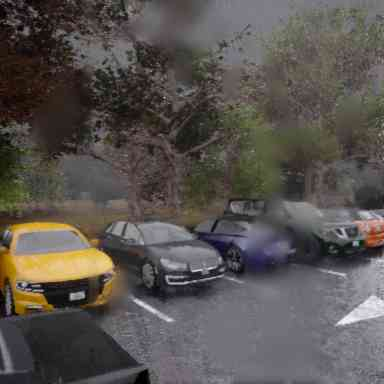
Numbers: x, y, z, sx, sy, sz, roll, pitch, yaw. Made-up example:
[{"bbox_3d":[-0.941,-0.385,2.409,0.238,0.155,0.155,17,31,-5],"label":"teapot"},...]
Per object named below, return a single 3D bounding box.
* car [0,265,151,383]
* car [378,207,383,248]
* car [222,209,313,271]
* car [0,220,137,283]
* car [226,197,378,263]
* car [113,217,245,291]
[{"bbox_3d":[-2.731,1.599,2.044,4.718,1.301,1.895,0,0,-36],"label":"car"},{"bbox_3d":[5.701,1.371,14.096,2.185,1.767,4.553,0,0,-36],"label":"car"},{"bbox_3d":[1.131,1.520,10.907,2.163,1.488,4.792,0,0,-35],"label":"car"},{"bbox_3d":[-3.387,1.482,7.652,2.097,1.535,5.008,0,0,-36],"label":"car"},{"bbox_3d":[3.433,1.243,12.481,2.435,2.045,5.566,0,0,-36],"label":"car"},{"bbox_3d":[-1.121,1.488,9.272,2.231,1.521,4.892,0,0,-36],"label":"car"}]
